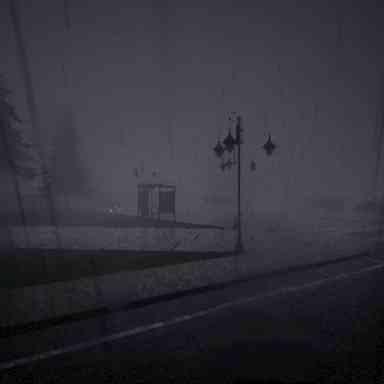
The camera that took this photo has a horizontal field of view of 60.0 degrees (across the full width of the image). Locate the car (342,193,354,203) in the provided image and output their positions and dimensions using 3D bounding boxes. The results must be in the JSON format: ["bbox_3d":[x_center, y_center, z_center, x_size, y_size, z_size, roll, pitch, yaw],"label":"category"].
[{"bbox_3d":[28.723,1.311,63.981,2.007,1.523,4.514,0,0,-36],"label":"car"}]

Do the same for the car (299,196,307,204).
[{"bbox_3d":[20.564,1.332,58.212,1.845,1.501,3.633,0,0,-36],"label":"car"}]

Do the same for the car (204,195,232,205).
[{"bbox_3d":[3.940,1.352,55.714,2.007,1.523,4.514,0,0,-36],"label":"car"}]

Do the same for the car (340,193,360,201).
[{"bbox_3d":[37.382,1.090,78.951,1.905,1.878,3.866,0,0,-36],"label":"car"}]

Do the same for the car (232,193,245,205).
[{"bbox_3d":[6.464,1.342,57.579,2.152,1.636,5.027,0,0,-36],"label":"car"}]

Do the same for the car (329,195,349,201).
[{"bbox_3d":[34.321,1.374,77.517,1.970,1.475,3.806,0,0,-36],"label":"car"}]

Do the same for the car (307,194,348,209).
[{"bbox_3d":[17.185,1.397,42.299,1.970,1.475,3.806,0,0,-36],"label":"car"}]

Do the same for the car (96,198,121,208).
[{"bbox_3d":[-12.003,1.625,47.535,2.033,1.411,5.357,0,0,-36],"label":"car"}]

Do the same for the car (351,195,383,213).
[{"bbox_3d":[19.069,1.386,34.527,1.845,1.501,3.633,0,0,-36],"label":"car"}]
